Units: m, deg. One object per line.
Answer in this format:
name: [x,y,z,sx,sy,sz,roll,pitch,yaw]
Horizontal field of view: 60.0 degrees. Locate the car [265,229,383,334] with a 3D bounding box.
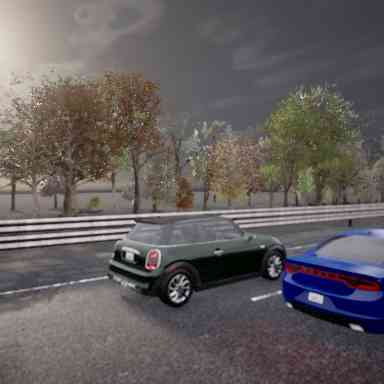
car: [3.912,1.469,6.535,5.008,1.535,1.882,0,0,-35]

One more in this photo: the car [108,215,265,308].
car: [0.355,1.345,8.221,4.553,1.767,2.097,0,0,-39]
